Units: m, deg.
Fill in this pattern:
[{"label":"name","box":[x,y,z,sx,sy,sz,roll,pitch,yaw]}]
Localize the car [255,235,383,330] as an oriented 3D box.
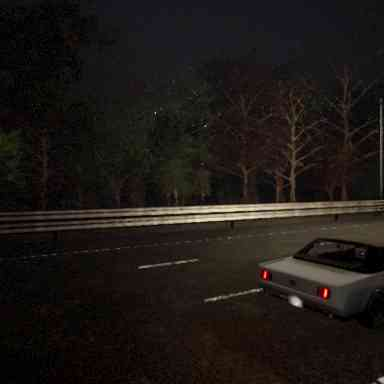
[{"label":"car","box":[3.660,1.567,6.804,4.718,1.301,1.895,0,0,-31]}]
